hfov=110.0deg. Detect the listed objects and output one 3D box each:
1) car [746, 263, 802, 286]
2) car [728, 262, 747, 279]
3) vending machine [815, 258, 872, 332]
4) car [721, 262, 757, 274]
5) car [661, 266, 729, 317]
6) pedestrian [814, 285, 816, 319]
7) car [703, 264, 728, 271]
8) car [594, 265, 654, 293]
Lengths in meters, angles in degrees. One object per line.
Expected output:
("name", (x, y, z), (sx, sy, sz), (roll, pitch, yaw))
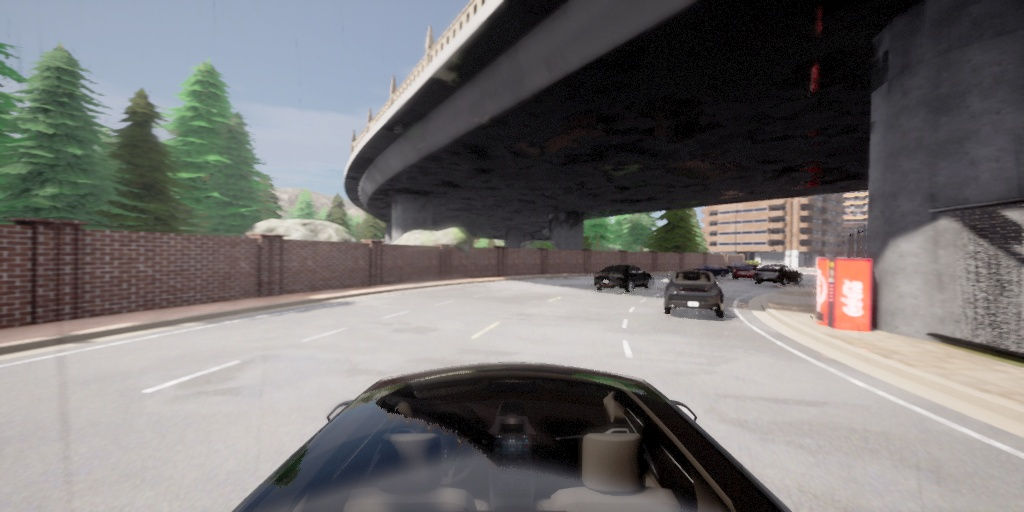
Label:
("car", (20.271, 1.434, 27.245), (4.902, 1.511, 2.128), (1, 0, -35))
("car", (22.356, 1.523, 33.246), (4.181, 1.385, 1.994), (1, 0, -33))
("vending machine", (9.056, 1.048, 9.859), (1.100, 2.100, 0.880), (0, 0, 22))
("car", (29.250, 1.536, 46.141), (5.357, 1.411, 2.033), (1, 0, -35))
("car", (6.879, 1.303, 13.703), (1.837, 1.490, 4.892), (0, 0, 26))
("pedestrian", (9.302, 0.995, 10.561), (0.375, 1.860, 0.375), (1, 0, 23))
("car", (19.181, 1.485, 35.258), (4.718, 1.301, 1.895), (1, 0, -34))
("car", (6.692, 1.247, 21.201), (1.882, 1.535, 5.008), (-1, -1, 41))
